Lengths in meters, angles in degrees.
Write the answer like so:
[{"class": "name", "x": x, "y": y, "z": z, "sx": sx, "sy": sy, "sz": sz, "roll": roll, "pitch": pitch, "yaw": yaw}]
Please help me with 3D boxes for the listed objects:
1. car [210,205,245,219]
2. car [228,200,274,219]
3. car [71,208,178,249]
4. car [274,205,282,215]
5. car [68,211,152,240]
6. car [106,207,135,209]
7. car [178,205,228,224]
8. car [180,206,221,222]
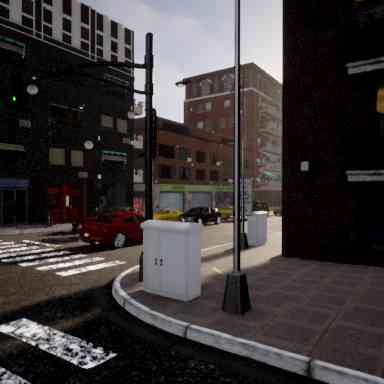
[{"class": "car", "x": 3.979, "y": 2.150, "z": 36.565, "sx": 1.752, "sy": 1.417, "sz": 4.829, "roll": -1, "pitch": -2, "yaw": 35}, {"class": "car", "x": 6.396, "y": 1.864, "z": 35.473, "sx": 2.150, "sy": 2.045, "sz": 5.566, "roll": 0, "pitch": -1, "yaw": 35}, {"class": "car", "x": -3.097, "y": 1.731, "z": 16.257, "sx": 1.882, "sy": 1.535, "sz": 5.008, "roll": 0, "pitch": -1, "yaw": 35}, {"class": "car", "x": 12.518, "y": 2.391, "z": 44.189, "sx": 2.033, "sy": 1.411, "sz": 5.357, "roll": 0, "pitch": -1, "yaw": 35}, {"class": "car", "x": -4.645, "y": 1.879, "z": 19.634, "sx": 1.895, "sy": 1.301, "sz": 4.718, "roll": 0, "pitch": -1, "yaw": 35}, {"class": "car", "x": -5.397, "y": 1.756, "z": 23.112, "sx": 1.967, "sy": 1.590, "sz": 4.097, "roll": -1, "pitch": -2, "yaw": 35}, {"class": "car", "x": 0.717, "y": 1.960, "z": 27.324, "sx": 1.837, "sy": 1.490, "sz": 4.892, "roll": 0, "pitch": -1, "yaw": 35}, {"class": "car", "x": 0.918, "y": 2.090, "z": 32.172, "sx": 1.947, "sy": 1.339, "sz": 4.313, "roll": -1, "pitch": -2, "yaw": 35}]
